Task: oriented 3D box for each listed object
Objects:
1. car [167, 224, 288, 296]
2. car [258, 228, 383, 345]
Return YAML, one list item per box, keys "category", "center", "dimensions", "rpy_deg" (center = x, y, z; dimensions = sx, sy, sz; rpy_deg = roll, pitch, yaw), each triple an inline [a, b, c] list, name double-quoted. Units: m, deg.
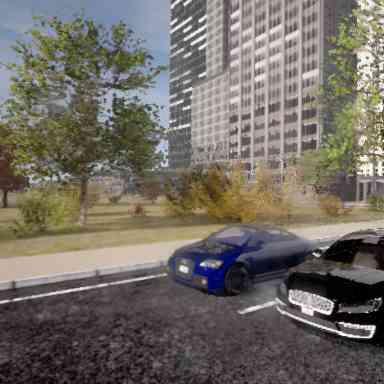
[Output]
- category: "car"
  center: [1.441, 1.560, 8.703]
  dimensions: [4.181, 1.385, 1.994]
  rpy_deg: [0, 0, -35]
- category: "car"
  center: [3.680, 1.500, 6.307]
  dimensions: [4.892, 1.490, 1.837]
  rpy_deg: [0, 0, -35]
